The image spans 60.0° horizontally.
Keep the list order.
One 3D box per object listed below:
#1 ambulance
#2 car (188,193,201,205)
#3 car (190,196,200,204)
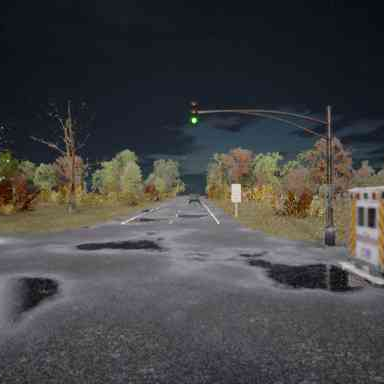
[{"bbox_3d":[6.936,1.141,7.540,6.366,2.431,2.351,1,-1,5],"label":"ambulance"},{"bbox_3d":[0.473,1.271,59.234,2.150,2.045,5.566,0,0,0],"label":"car"},{"bbox_3d":[0.555,1.616,69.623,2.033,1.411,5.357,0,0,0],"label":"car"}]
